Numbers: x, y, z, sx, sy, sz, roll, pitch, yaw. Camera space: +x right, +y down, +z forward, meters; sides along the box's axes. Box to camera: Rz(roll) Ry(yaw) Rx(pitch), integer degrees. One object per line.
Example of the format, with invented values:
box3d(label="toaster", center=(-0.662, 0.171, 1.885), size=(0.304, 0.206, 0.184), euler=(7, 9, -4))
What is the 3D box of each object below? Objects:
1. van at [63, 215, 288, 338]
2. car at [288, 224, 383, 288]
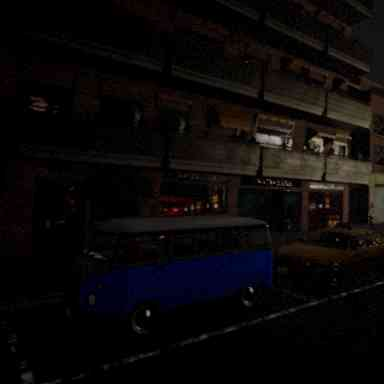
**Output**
box3d(label="van", center=(-0.213, 1.378, 6.387), size=(3.998, 1.788, 1.690), euler=(1, 0, -35))
box3d(label="car", center=(4.182, 1.620, 9.520), size=(4.829, 1.417, 1.752), euler=(1, 0, -35))
